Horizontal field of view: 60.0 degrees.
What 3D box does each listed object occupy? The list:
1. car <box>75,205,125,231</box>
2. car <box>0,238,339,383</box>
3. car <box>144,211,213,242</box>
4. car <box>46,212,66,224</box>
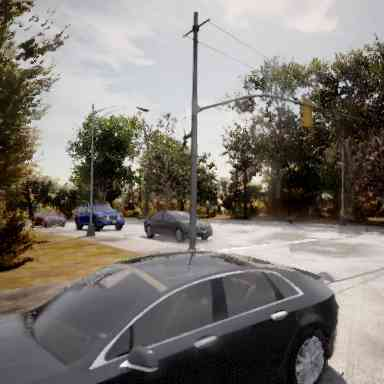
[{"bbox_3d":[-7.577,2.032,26.869,2.150,2.045,5.566,1,-4,-40],"label":"car"},{"bbox_3d":[-0.342,1.506,3.626,4.892,1.490,1.837,0,0,-36],"label":"car"},{"bbox_3d":[-0.880,1.834,18.469,1.837,1.490,4.892,1,-3,-39],"label":"car"},{"bbox_3d":[-15.158,2.848,35.126,2.097,1.767,4.553,1,-5,-45],"label":"car"}]
